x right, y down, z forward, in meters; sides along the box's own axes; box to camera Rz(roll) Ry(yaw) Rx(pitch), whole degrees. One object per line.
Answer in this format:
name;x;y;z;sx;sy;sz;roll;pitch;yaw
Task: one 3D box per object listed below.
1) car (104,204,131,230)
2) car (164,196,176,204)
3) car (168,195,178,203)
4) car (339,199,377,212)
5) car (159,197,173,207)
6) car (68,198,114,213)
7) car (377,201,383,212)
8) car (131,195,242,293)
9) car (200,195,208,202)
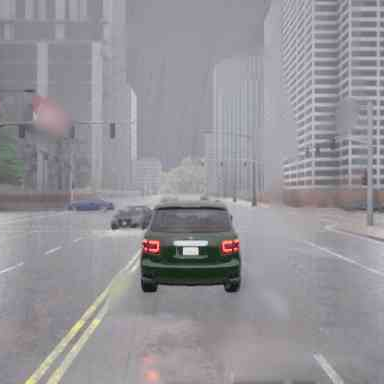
car;-3.516;1.562;20.598;1.994;1.385;4.181;0;0;8
car;-4.083;1.520;62.595;1.812;1.442;4.674;0;0;0
car;-4.116;1.471;73.052;1.882;1.535;5.008;0;0;0
car;19.464;1.544;37.382;5.357;1.411;2.033;0;0;-1
car;-4.023;1.500;52.375;1.837;1.490;4.892;0;0;0
car;-11.167;1.474;36.955;5.008;1.535;1.882;0;0;-1
car;22.133;1.474;33.917;5.008;1.535;1.882;0;0;-1
car;-0.021;1.221;9.015;2.150;2.045;5.566;0;0;0
car;2.822;1.493;80.306;1.837;1.490;4.892;0;0;0
